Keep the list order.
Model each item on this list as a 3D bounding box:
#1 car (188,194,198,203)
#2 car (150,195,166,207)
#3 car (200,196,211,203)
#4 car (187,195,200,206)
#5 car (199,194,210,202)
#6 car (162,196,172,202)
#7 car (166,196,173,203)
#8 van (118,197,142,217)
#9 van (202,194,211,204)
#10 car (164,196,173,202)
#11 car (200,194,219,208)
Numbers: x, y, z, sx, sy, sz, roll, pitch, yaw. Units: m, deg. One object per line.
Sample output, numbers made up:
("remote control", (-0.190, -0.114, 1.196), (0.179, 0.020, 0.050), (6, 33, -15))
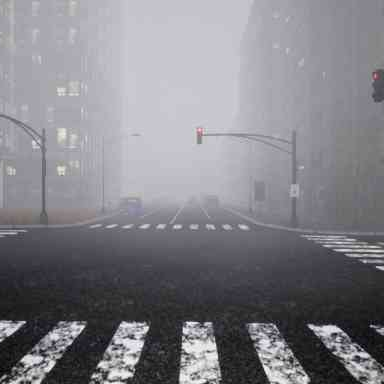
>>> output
("car", (0.160, 1.381, 70.101), (2.097, 1.767, 4.553), (0, 0, 0))
("car", (-5.646, 1.543, 52.608), (1.752, 1.417, 4.829), (0, 0, 0))
("car", (2.749, 1.580, 69.425), (2.008, 1.369, 4.403), (0, 0, 0))
("car", (0.148, 1.545, 55.457), (1.812, 1.442, 4.674), (0, 0, 0))
("car", (2.753, 1.349, 74.976), (2.192, 1.841, 5.009), (0, 0, 0))
("car", (-5.628, 1.559, 74.812), (1.752, 1.417, 4.829), (0, 0, 0))
("car", (-5.632, 1.469, 69.431), (1.967, 1.590, 4.097), (0, 0, 0))
("van", (-5.664, 1.347, 30.575), (1.690, 1.788, 3.998), (0, 0, 0))
("van", (2.743, 1.366, 63.875), (1.690, 1.788, 3.998), (0, 0, 0))
("car", (-5.623, 1.590, 80.533), (2.008, 1.369, 4.403), (0, 0, 0))
("car", (2.730, 1.329, 47.222), (2.192, 1.841, 5.009), (0, 0, 0))
